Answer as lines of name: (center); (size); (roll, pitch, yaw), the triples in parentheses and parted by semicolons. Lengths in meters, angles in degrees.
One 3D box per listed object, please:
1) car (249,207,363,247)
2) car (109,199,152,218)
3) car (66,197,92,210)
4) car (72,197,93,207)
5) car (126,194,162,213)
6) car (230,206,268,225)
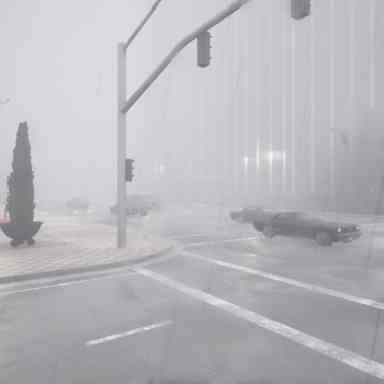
car: (5.178, 1.601, 15.389); (1.895, 1.301, 4.718); (0, 0, -36)
car: (-5.855, 1.601, 30.557); (1.895, 1.301, 4.718); (0, 0, -36)
car: (-14.842, 1.478, 43.023); (1.882, 1.535, 5.008); (0, 1, -36)
car: (-17.310, 1.525, 52.527); (1.812, 1.442, 4.674); (0, 0, -35)
car: (-5.400, 1.224, 35.908); (2.150, 2.045, 5.566); (0, 0, -36)
car: (4.808, 1.601, 22.132); (1.895, 1.301, 4.718); (0, 0, -39)
